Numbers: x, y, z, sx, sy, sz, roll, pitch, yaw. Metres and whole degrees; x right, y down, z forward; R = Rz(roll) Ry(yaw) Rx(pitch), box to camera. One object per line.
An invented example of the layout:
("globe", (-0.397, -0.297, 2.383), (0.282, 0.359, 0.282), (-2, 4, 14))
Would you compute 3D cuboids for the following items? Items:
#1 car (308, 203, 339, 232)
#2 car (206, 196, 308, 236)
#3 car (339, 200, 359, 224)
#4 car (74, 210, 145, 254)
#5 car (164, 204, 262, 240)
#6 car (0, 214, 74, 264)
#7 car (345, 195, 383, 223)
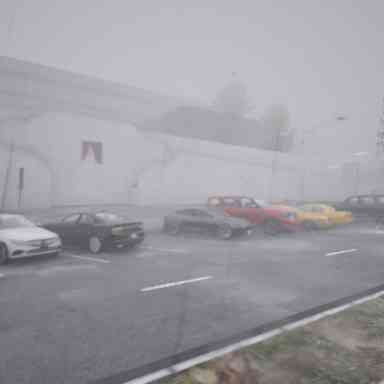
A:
("car", (5.780, 1.493, 20.442), (5.366, 1.575, 1.946), (-1, -1, 35))
("car", (3.205, 1.245, 18.797), (5.566, 2.045, 2.435), (-1, -1, 35))
("car", (7.913, 1.504, 22.387), (5.366, 1.575, 1.946), (-1, -1, 35))
("car", (-4.150, 1.496, 13.576), (5.008, 1.535, 2.097), (-1, 0, 35))
("car", (0.762, 1.524, 17.050), (4.792, 1.488, 2.163), (-1, -1, 35))
("car", (-6.600, 1.535, 11.843), (4.674, 1.452, 2.002), (-1, -1, 35))
("car", (12.928, 1.270, 25.779), (5.566, 2.045, 2.435), (-1, -1, 35))
